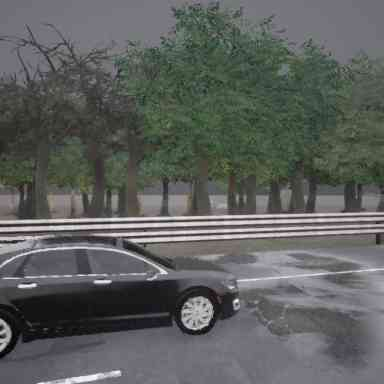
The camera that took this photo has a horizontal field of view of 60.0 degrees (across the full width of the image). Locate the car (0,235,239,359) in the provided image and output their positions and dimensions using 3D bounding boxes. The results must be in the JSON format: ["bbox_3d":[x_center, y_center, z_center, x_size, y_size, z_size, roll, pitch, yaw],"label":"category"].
[{"bbox_3d":[-1.590,1.504,5.606,4.892,1.490,1.837,0,0,-17],"label":"car"}]
